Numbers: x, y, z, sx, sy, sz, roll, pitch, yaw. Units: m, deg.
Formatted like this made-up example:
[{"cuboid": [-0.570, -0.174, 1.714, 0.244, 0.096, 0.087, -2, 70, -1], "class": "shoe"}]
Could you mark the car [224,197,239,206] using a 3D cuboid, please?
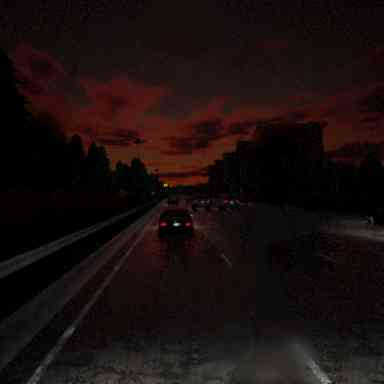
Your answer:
[{"cuboid": [7.163, 1.672, 60.140, 1.837, 1.490, 4.892, 0, -2, -4], "class": "car"}]

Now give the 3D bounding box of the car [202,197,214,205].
[{"cuboid": [3.179, 1.789, 66.122, 1.994, 1.385, 4.181, 0, 0, -4], "class": "car"}]

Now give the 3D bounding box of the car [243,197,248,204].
[{"cuboid": [10.133, 1.658, 68.646, 1.882, 1.535, 5.008, 0, 0, -4], "class": "car"}]

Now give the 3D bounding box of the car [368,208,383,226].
[{"cuboid": [12.992, 1.455, 20.566, 1.882, 1.535, 5.008, 0, 0, -3], "class": "car"}]

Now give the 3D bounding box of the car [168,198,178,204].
[{"cuboid": [-3.502, 1.783, 60.894, 1.812, 1.442, 4.674, 0, 0, -4], "class": "car"}]

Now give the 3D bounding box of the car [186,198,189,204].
[{"cuboid": [-0.268, 1.850, 65.182, 1.895, 1.301, 4.718, 0, 0, -4], "class": "car"}]

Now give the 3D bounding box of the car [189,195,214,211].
[{"cuboid": [1.134, 1.376, 43.692, 2.150, 2.045, 5.566, 0, -1, -3], "class": "car"}]

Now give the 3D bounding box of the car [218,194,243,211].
[{"cuboid": [4.679, 1.345, 42.995, 2.150, 2.045, 5.566, 0, -1, -3], "class": "car"}]

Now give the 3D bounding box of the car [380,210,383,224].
[{"cuboid": [9.919, 1.574, 13.127, 1.895, 1.301, 4.718, 0, 0, -3], "class": "car"}]

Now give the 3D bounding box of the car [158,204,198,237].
[{"cuboid": [-0.901, 1.625, 18.484, 2.033, 1.411, 5.357, 0, 0, -3], "class": "car"}]
